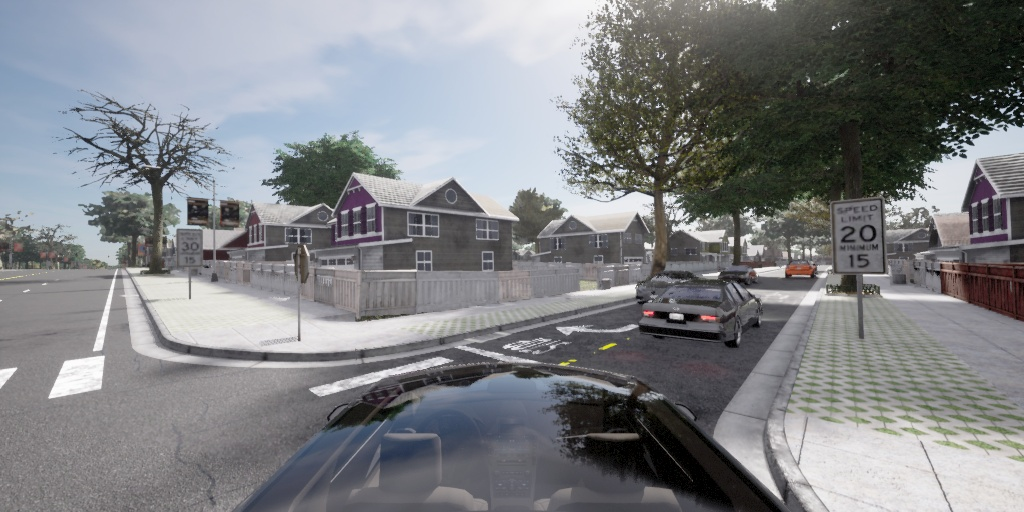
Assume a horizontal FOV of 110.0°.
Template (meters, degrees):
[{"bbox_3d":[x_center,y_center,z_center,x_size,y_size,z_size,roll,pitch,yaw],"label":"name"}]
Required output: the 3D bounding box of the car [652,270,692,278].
[{"bbox_3d":[7.109,1.360,15.812,1.812,1.442,4.674,-2,-1,42],"label":"car"}]

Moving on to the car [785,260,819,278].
[{"bbox_3d":[27.282,1.133,33.884,2.097,1.767,4.553,-2,-2,42],"label":"car"}]

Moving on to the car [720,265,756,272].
[{"bbox_3d":[16.743,1.385,26.507,2.033,1.411,5.357,-2,-1,42],"label":"car"}]

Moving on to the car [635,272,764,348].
[{"bbox_3d":[5.091,1.301,9.304,2.033,1.411,5.357,-2,-1,42],"label":"car"}]
